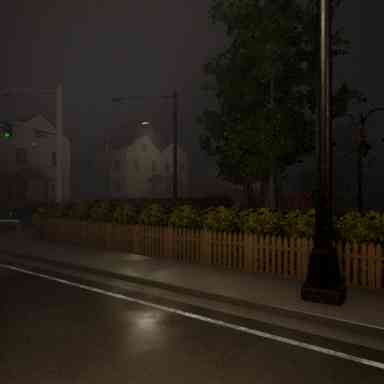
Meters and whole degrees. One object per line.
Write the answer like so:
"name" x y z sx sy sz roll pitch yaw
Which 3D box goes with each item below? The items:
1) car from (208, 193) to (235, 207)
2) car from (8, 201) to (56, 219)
"car" 4.287 1.221 48.813 2.150 2.045 5.566 0 0 35
"car" -13.672 1.526 29.430 1.812 1.442 4.674 0 0 35
